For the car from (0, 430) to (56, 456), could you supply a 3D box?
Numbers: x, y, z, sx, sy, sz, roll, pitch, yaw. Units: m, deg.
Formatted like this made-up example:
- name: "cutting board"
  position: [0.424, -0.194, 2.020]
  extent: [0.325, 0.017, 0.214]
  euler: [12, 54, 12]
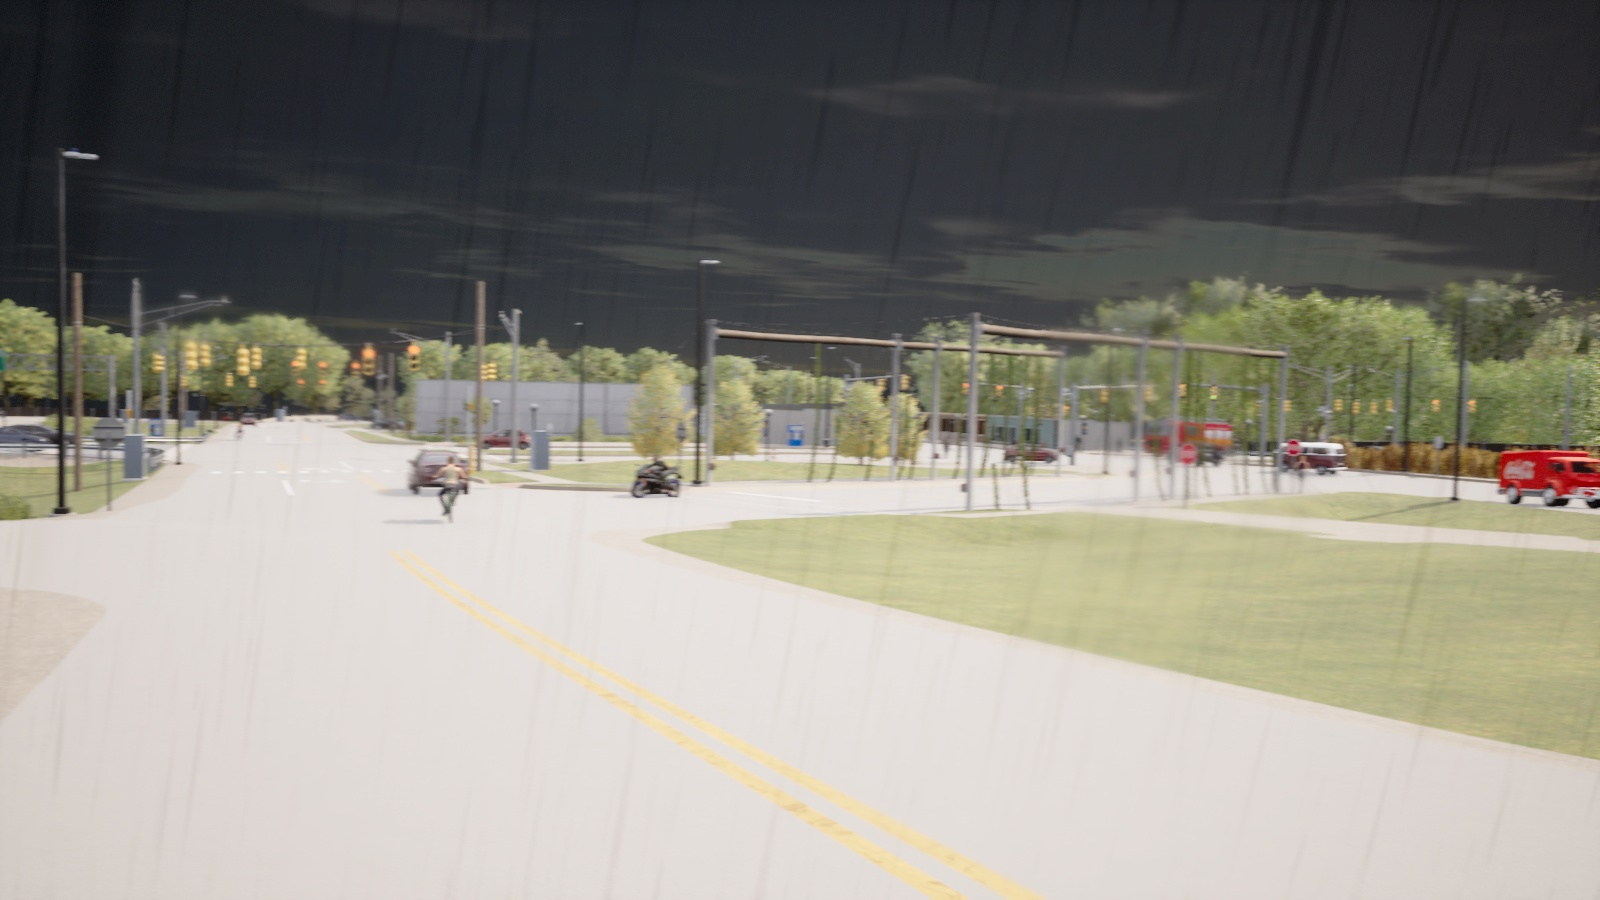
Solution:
- name: "car"
  position: [-46.857, -0.443, 74.122]
  extent: [4.892, 1.490, 1.837]
  euler: [0, 2, -26]

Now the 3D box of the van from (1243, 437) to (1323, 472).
- name: "van"
  position: [32.043, 0.297, 83.351]
  extent: [2.069, 2.038, 4.480]
  euler: [-3, 4, -43]

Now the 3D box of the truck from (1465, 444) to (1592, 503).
- name: "truck"
  position: [32.604, 1.033, 56.409]
  extent: [2.627, 2.467, 5.204]
  euler: [1, 0, 0]

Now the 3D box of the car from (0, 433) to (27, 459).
- name: "car"
  position: [-46.063, -0.249, 70.542]
  extent: [4.181, 1.385, 1.994]
  euler: [1, 1, -23]

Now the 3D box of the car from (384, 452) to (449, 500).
- name: "car"
  position: [-13.306, 0.850, 43.398]
  extent: [1.812, 1.442, 4.674]
  euler: [0, 1, -21]

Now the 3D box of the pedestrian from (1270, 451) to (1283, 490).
- name: "pedestrian"
  position: [23.021, 0.990, 60.655]
  extent: [0.345, 1.836, 0.594]
  euler: [3, 4, 42]

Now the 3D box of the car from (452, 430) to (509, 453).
- name: "car"
  position: [-23.934, -0.642, 93.968]
  extent: [3.988, 1.617, 1.851]
  euler: [0, 2, -19]

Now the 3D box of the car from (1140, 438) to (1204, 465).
- name: "car"
  position: [27.197, 0.086, 92.059]
  extent: [1.932, 1.855, 4.605]
  euler: [-1, 1, -25]

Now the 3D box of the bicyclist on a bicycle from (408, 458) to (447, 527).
- name: "bicyclist on a bicycle"
  position: [-9.101, 1.017, 30.671]
  extent: [0.866, 1.612, 1.509]
  euler: [0, 1, -18]

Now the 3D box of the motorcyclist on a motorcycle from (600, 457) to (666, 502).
- name: "motorcyclist on a motorcycle"
  position: [-5.878, 1.029, 44.279]
  extent: [0.866, 1.530, 2.191]
  euler: [3, 2, 43]

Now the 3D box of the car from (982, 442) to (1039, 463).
- name: "car"
  position: [16.082, 0.180, 96.018]
  extent: [4.193, 1.474, 1.816]
  euler: [0, 2, 9]
